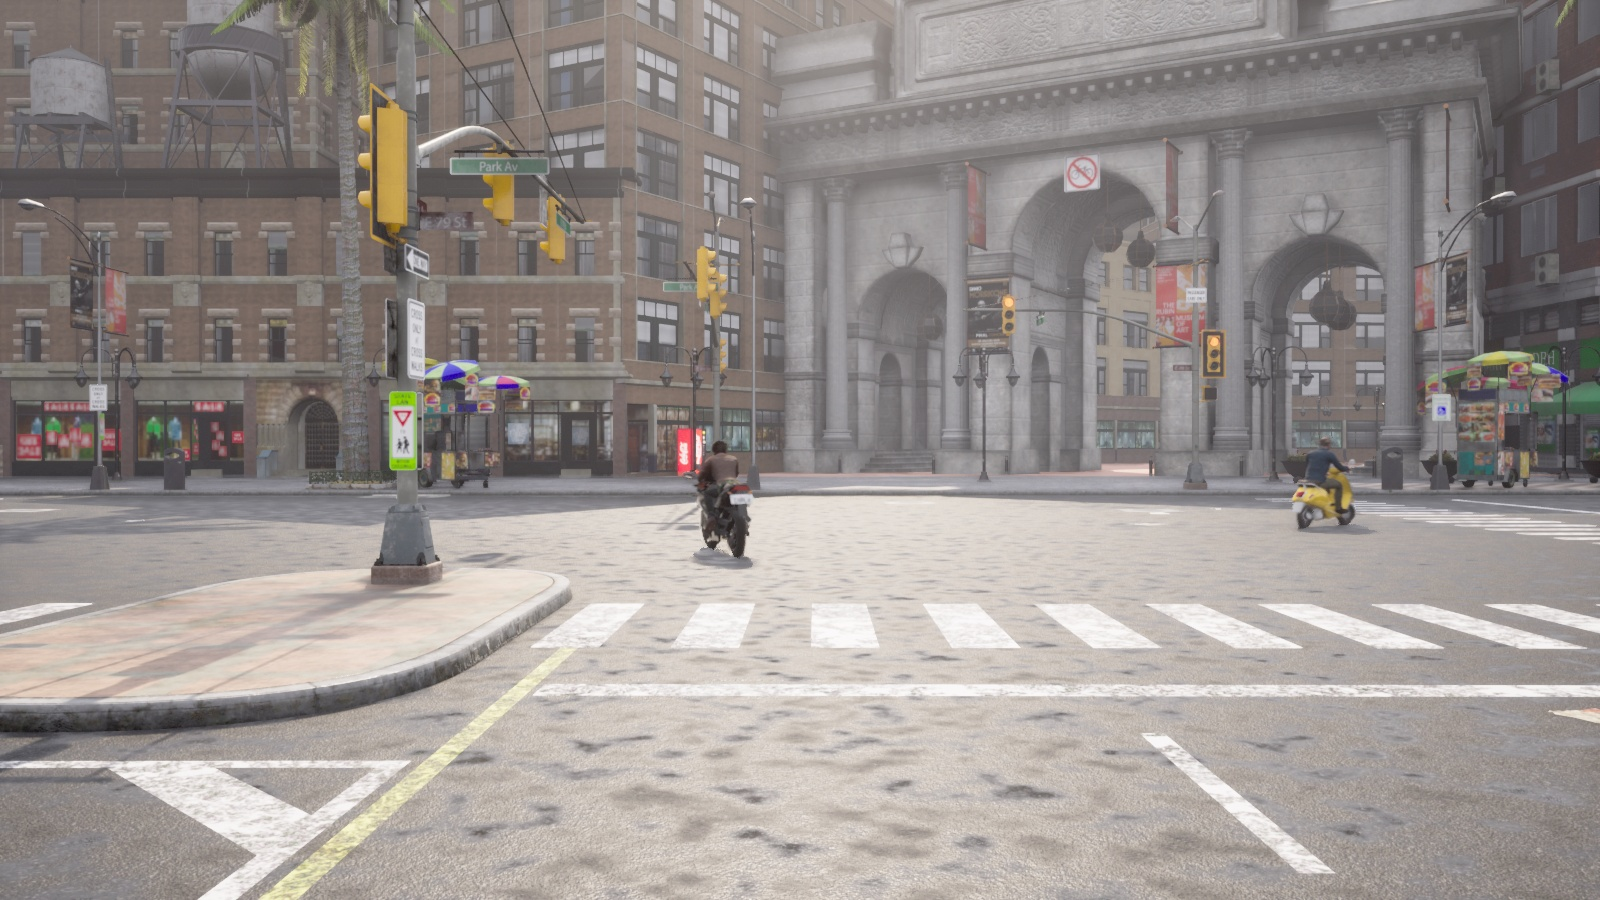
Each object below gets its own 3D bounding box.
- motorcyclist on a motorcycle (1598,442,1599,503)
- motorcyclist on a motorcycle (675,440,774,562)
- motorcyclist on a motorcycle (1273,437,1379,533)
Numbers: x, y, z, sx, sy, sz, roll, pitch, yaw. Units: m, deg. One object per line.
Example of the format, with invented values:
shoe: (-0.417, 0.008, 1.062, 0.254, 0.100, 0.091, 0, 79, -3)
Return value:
motorcyclist on a motorcycle: (20.930, 0.571, 30.929, 2.044, 1.523, 0.797, 0, 0, 1)
motorcyclist on a motorcycle: (-1.050, 0.632, 16.868, 0.797, 1.523, 2.044, -1, 1, -18)
motorcyclist on a motorcycle: (9.258, 0.583, 22.083, 1.817, 1.590, 0.866, 0, 2, -37)
